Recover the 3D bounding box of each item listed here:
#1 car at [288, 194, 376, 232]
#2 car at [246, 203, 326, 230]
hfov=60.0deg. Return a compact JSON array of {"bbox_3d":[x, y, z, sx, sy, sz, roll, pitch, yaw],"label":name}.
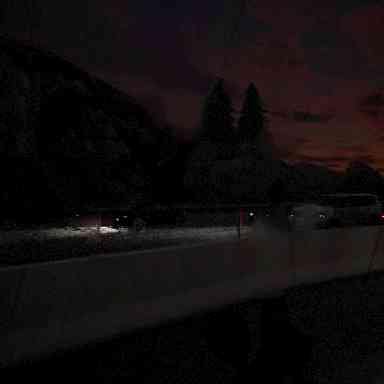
[{"bbox_3d":[7.535,1.083,17.150,5.566,2.045,2.150,1,0,-30],"label":"car"},{"bbox_3d":[5.729,1.409,20.154,4.718,1.301,1.895,0,1,-31],"label":"car"}]
